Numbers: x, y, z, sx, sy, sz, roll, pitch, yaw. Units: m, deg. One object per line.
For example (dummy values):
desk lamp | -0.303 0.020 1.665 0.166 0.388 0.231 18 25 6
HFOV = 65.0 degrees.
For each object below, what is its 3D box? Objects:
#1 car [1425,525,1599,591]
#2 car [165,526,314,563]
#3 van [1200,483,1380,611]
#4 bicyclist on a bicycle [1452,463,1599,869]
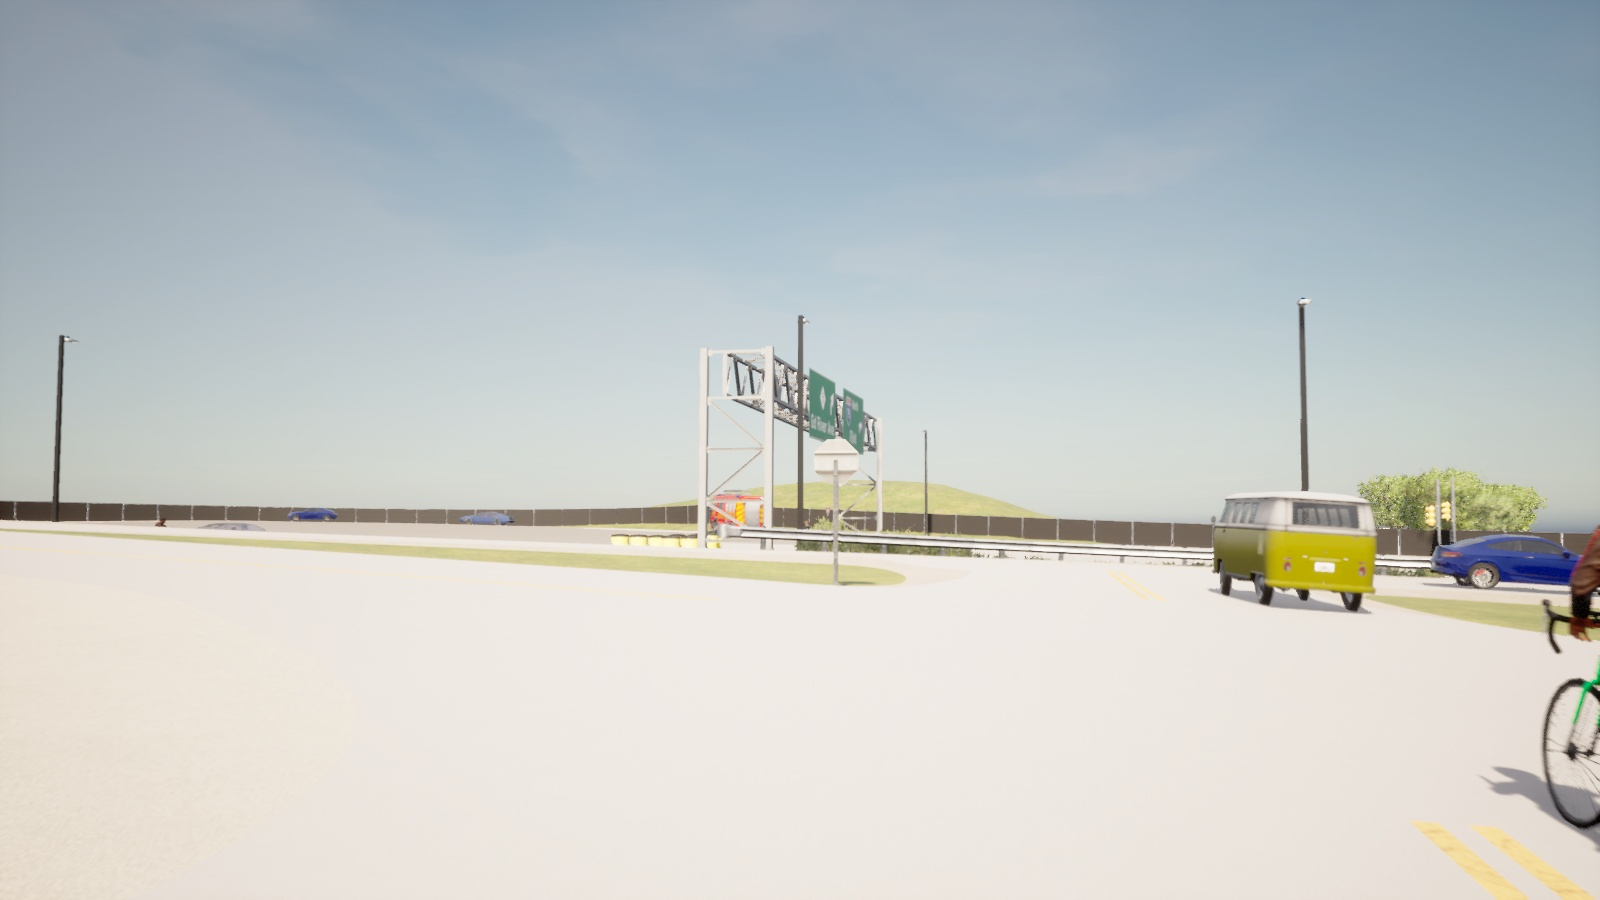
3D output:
car | 18.999 2.797 32.610 4.674 1.442 1.812 2 -2 16
car | -23.466 3.951 52.688 5.357 1.411 2.033 1 -3 7
van | 8.723 1.681 22.777 1.775 1.987 4.442 3 -2 5
bicyclist on a bicycle | 3.538 0.886 5.460 0.582 1.620 1.656 2 -2 3
